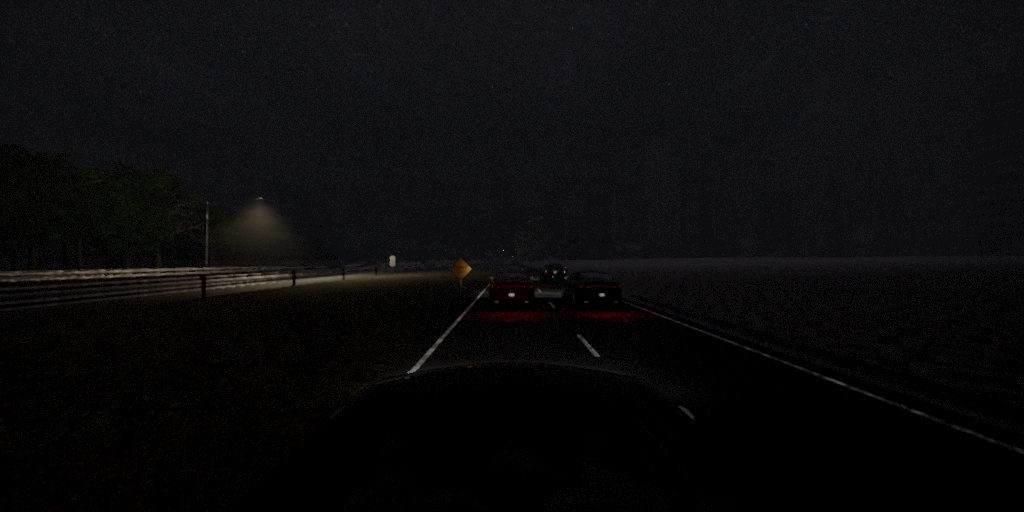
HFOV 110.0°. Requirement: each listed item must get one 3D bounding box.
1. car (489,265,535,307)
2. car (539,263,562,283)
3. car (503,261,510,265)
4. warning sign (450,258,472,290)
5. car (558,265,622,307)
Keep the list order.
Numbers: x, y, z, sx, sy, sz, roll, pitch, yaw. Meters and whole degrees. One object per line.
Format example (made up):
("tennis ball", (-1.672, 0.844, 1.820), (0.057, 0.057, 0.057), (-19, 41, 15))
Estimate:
("car", (-0.006, 1.363, 16.330), (1.882, 1.535, 5.008), (0, 0, 0))
("car", (3.478, 1.367, 30.932), (2.097, 1.767, 4.553), (0, -1, 0))
("car", (-0.019, 1.499, 31.313), (1.882, 1.535, 5.008), (0, 0, 0))
("warning sign", (-3.067, 1.047, 21.494), (1.300, 1.860, 1.060), (0, 0, 0))
("car", (3.495, 1.363, 16.341), (1.882, 1.535, 5.008), (0, 0, 0))
